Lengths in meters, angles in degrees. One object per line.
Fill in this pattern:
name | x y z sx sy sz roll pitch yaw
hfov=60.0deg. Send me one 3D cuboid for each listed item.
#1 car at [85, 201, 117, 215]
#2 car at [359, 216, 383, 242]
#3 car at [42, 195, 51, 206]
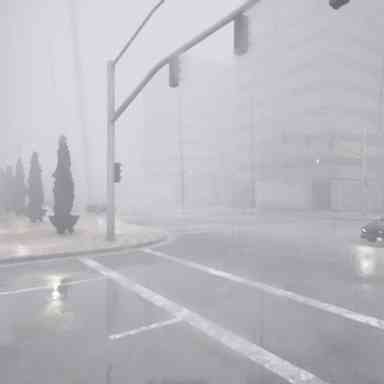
car | -9.269 1.605 33.692 1.895 1.301 4.718 0 0 -35
car | 9.877 1.552 15.235 5.357 1.411 2.033 0 0 -36
car | -22.658 1.606 52.982 1.895 1.301 4.718 0 0 -35
